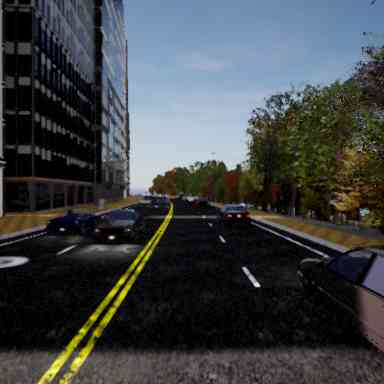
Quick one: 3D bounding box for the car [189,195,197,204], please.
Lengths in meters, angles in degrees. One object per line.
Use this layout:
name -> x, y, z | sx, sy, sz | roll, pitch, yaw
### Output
car -> 1.015, 1.754, 64.406 | 1.994, 1.385, 4.181 | 0, 0, -4

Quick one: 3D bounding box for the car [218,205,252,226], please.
car -> 3.012, 1.625, 24.296 | 2.033, 1.411, 5.357 | 0, 0, -2

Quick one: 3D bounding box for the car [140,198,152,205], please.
car -> -8.646, 1.794, 62.445 | 1.895, 1.301, 4.718 | 0, 0, -3

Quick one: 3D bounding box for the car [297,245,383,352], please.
car -> 3.324, 1.564, 5.163 | 2.033, 1.411, 5.357 | 0, 0, 0

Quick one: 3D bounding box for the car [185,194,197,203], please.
car -> 0.189, 1.438, 75.463 | 2.150, 2.045, 5.566 | 0, 0, -5

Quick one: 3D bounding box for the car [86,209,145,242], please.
car -> -3.527, 1.607, 17.108 | 2.033, 1.411, 5.357 | 0, 0, -1

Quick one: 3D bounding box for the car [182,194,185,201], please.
car -> -0.761, 1.842, 86.477 | 1.895, 1.301, 4.718 | 0, 0, -5

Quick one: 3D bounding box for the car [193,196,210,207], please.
car -> 1.710, 1.726, 53.371 | 1.994, 1.385, 4.181 | 0, 0, -3

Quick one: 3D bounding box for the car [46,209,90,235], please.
car -> -6.830, 1.670, 19.632 | 1.895, 1.301, 4.718 | 0, 0, -1

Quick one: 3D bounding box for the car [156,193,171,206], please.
car -> -5.158, 1.533, 58.492 | 2.097, 1.767, 4.553 | 0, 0, -3
